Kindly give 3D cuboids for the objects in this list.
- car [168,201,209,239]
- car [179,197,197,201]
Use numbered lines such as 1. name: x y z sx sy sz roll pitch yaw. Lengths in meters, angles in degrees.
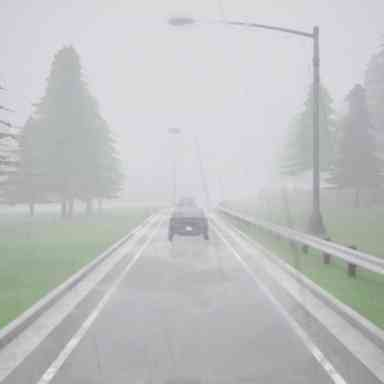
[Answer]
1. car: -0.204 1.461 17.117 1.882 1.535 5.008 0 0 -1
2. car: -0.449 1.317 36.061 2.097 1.767 4.553 0 0 2
